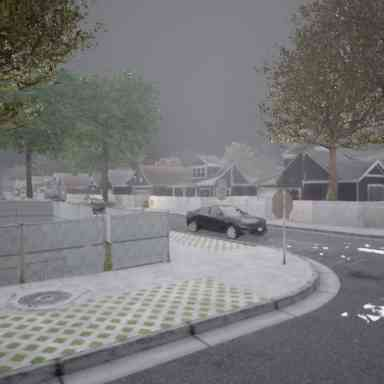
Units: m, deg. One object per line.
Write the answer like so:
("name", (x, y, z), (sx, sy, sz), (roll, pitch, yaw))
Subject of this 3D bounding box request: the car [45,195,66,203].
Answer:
("car", (-19.142, 1.160, 46.501), (1.882, 1.535, 5.008), (0, 0, -35))

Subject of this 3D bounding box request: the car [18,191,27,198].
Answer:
("car", (-40.370, 1.115, 81.001), (2.128, 1.511, 4.902), (0, 0, -35))

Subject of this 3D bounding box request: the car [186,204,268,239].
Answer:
("car", (1.655, 1.413, 17.176), (1.882, 1.535, 5.008), (0, 0, -35))

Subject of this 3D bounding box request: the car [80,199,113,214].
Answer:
("car", (-9.508, 1.386, 32.828), (2.033, 1.411, 5.357), (0, 0, -35))
